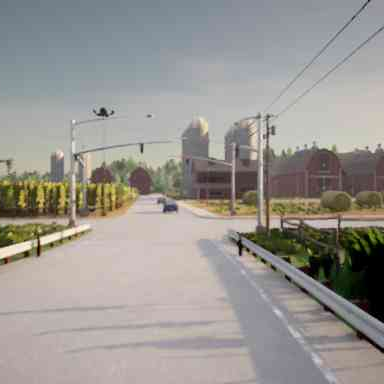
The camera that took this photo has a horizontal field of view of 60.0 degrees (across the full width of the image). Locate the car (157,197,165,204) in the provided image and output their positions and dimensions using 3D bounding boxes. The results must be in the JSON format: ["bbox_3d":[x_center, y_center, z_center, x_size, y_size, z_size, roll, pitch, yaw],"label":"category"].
[{"bbox_3d":[-6.293,1.758,68.941,2.128,1.511,4.902,0,0,-8],"label":"car"}]

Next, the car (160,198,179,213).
[{"bbox_3d":[-2.866,1.920,43.818,1.882,1.535,5.008,0,0,-7],"label":"car"}]
